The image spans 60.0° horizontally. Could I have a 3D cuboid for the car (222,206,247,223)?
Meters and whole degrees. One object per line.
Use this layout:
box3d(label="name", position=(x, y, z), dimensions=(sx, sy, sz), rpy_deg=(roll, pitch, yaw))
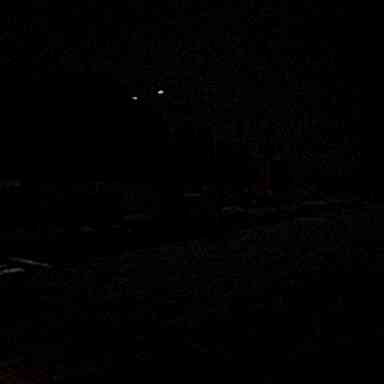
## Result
box3d(label="car", position=(3.264, 1.833, 28.325), dimensions=(1.802, 1.307, 4.206), rpy_deg=(-1, -1, 35))

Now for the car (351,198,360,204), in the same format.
box3d(label="car", position=(35.841, 2.123, 74.578), dimensions=(1.752, 1.417, 4.829), rpy_deg=(-1, -1, 35))

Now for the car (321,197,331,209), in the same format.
box3d(label="car", position=(19.503, 1.927, 51.383), dimensions=(1.752, 1.417, 4.829), rpy_deg=(-1, -1, 35))

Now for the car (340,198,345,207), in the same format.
box3d(label="car", position=(26.137, 2.057, 60.799), dimensions=(1.802, 1.307, 4.206), rpy_deg=(-1, -1, 35))

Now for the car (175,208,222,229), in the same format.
box3d(label="car", position=(-0.003, 1.791, 23.687), dimensions=(1.947, 1.339, 4.313), rpy_deg=(-1, -1, 35))

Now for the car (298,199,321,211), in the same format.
box3d(label="car", position=(16.334, 1.951, 46.882), dimensions=(1.802, 1.307, 4.206), rpy_deg=(-1, -1, 35))

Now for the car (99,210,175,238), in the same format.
box3d(label="car", position=(-3.271, 1.753, 19.047), dimensions=(2.008, 1.369, 4.403), rpy_deg=(-1, -1, 35))

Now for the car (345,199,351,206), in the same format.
box3d(label="car", position=(29.403, 1.954, 65.440), dimensions=(1.967, 1.590, 4.097), rpy_deg=(-1, -1, 35))

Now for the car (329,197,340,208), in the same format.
box3d(label="car", position=(22.867, 1.753, 56.164), dimensions=(2.192, 1.841, 5.009), rpy_deg=(-1, -1, 35))
